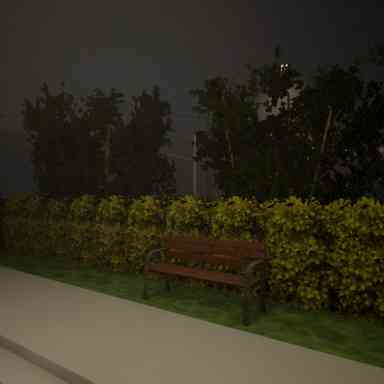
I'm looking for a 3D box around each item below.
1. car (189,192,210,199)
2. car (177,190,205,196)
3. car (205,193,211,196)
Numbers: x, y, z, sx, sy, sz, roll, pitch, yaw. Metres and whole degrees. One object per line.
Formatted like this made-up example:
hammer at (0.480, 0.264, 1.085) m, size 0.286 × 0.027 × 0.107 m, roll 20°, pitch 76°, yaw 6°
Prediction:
car at (1.585, 0.707, 70.110) m, size 1.882 × 1.535 × 5.008 m, roll 0°, pitch 1°, yaw 35°
car at (-0.616, 0.634, 60.969) m, size 2.150 × 2.045 × 5.566 m, roll 0°, pitch 2°, yaw 35°
car at (5.409, 0.688, 69.473) m, size 1.882 × 1.535 × 5.008 m, roll 0°, pitch 1°, yaw 35°
